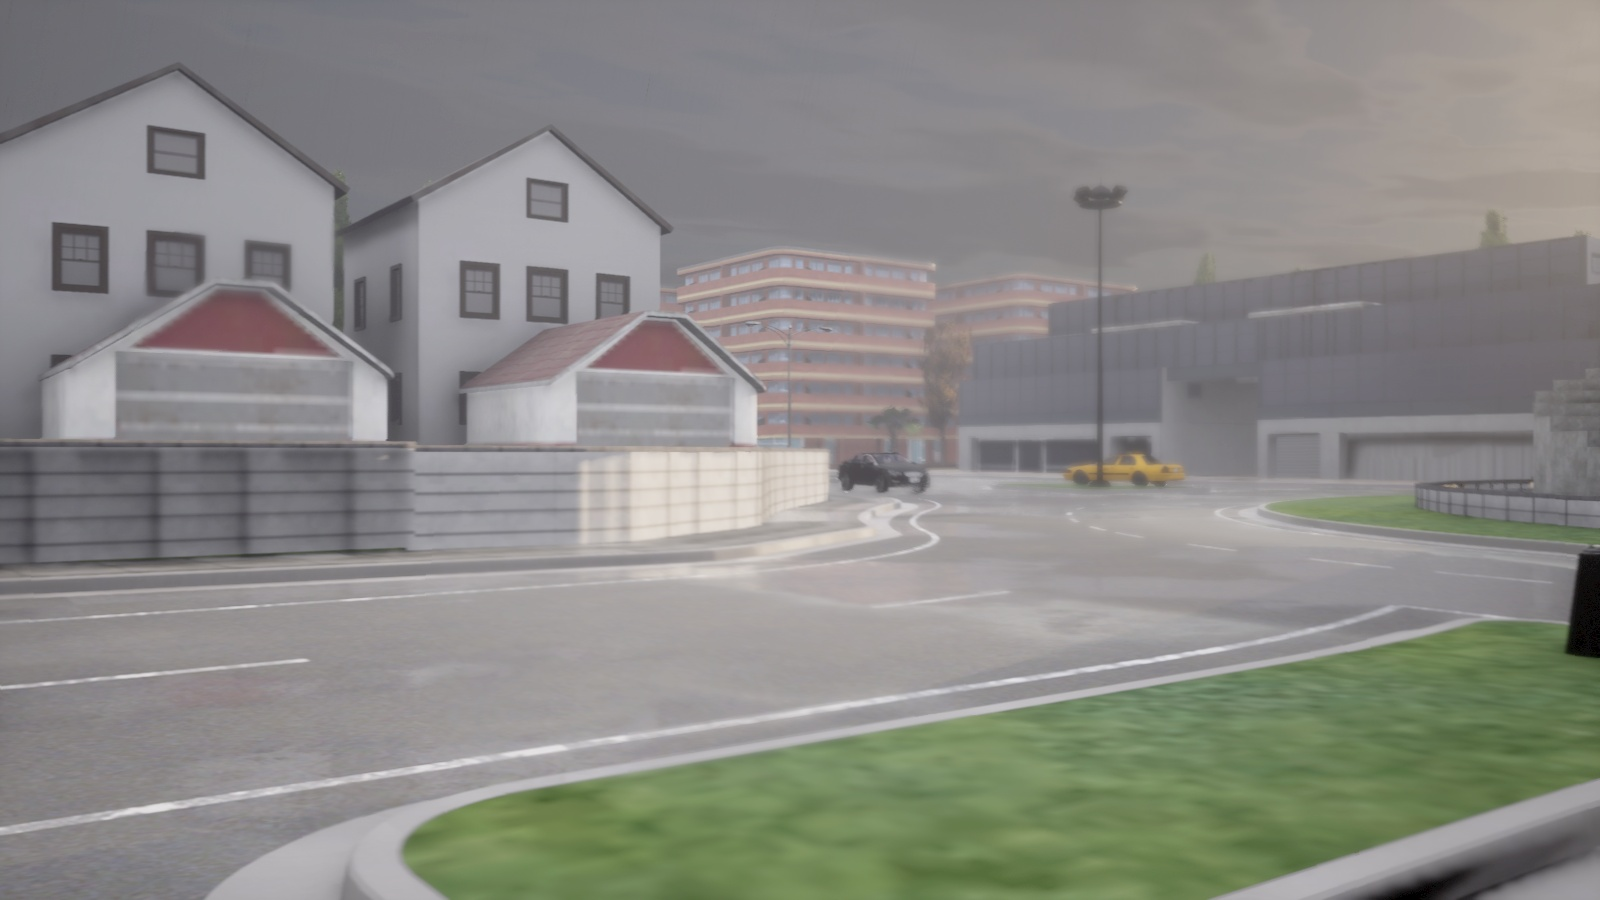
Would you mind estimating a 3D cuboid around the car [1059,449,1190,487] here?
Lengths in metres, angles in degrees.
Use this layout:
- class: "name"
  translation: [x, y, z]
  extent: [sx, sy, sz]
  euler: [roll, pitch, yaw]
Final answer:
- class: "car"
  translation: [14.134, 0.761, 54.923]
  extent: [5.366, 1.575, 1.801]
  euler: [0, 0, 45]

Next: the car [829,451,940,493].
- class: "car"
  translation: [3.121, 0.791, 47.388]
  extent: [2.128, 1.511, 4.902]
  euler: [0, 0, -24]
